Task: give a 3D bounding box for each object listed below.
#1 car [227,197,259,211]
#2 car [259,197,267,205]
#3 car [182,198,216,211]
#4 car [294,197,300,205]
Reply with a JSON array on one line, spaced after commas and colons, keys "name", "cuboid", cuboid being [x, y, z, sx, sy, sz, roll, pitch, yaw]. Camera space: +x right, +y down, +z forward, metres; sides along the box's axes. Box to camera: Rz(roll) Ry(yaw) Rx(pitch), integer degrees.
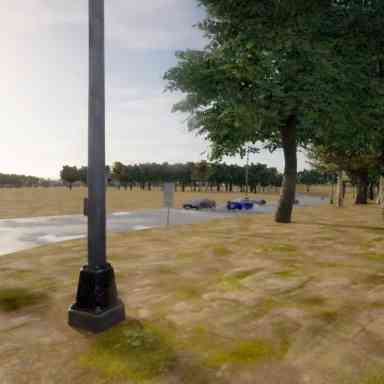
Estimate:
[{"name": "car", "cuboid": [5.987, 1.482, 40.608, 1.882, 1.535, 5.008, 3, 1, 33]}, {"name": "car", "cuboid": [10.995, 1.490, 55.576, 1.994, 1.385, 4.181, 3, 1, 31]}, {"name": "car", "cuboid": [0.973, 1.391, 39.615, 2.033, 1.411, 5.357, 3, 1, 33]}, {"name": "car", "cuboid": [18.593, 1.616, 61.571, 1.994, 1.385, 4.181, 3, 1, 30]}]
